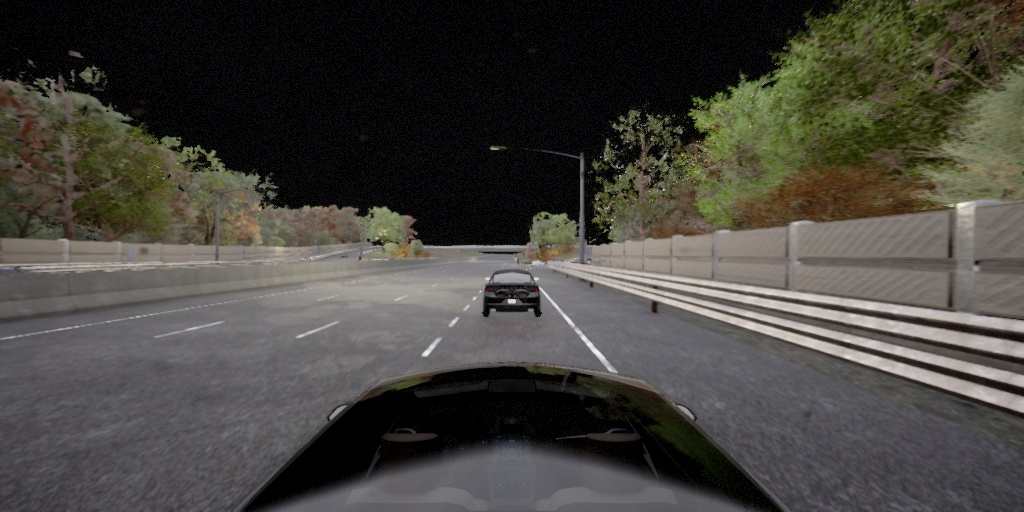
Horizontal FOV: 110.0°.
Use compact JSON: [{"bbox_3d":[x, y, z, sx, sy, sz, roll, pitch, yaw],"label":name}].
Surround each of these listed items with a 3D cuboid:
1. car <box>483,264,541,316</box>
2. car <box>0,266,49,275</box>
[{"bbox_3d":[-0.001,1.224,13.348,1.882,1.535,5.008,0,0,0],"label":"car"},{"bbox_3d":[-31.594,1.296,21.469,2.033,1.411,5.357,0,0,0],"label":"car"}]
